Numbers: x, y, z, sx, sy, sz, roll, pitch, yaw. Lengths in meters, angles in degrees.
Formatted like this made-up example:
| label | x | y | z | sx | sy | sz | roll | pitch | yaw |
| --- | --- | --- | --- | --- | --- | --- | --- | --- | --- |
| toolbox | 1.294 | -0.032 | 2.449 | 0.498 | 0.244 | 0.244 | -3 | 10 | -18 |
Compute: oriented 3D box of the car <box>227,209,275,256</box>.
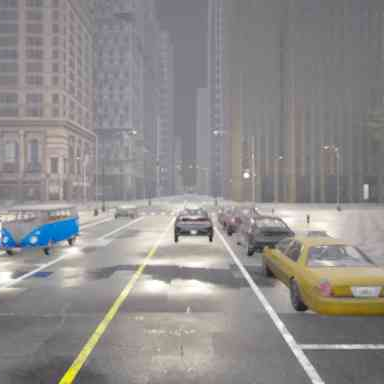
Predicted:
| label | x | y | z | sx | sy | sz | roll | pitch | yaw |
| --- | --- | --- | --- | --- | --- | --- | --- | --- | --- |
| car | 2.749 | 1.585 | 13.051 | 2.008 | 1.369 | 4.403 | 0 | 0 | 0 |

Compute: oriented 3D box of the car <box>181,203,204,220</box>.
| label | x | y | z | sx | sy | sz | roll | pitch | yaw |
| --- | --- | --- | --- | --- | --- | --- | --- | --- | --- |
| car | 0.070 | 1.676 | 29.917 | 1.895 | 1.301 | 4.718 | 0 | 0 | 1 |

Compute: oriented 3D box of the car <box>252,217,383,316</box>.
| label | x | y | z | sx | sy | sz | roll | pitch | yaw |
| --- | --- | --- | --- | --- | --- | --- | --- | --- | --- |
| car | 2.754 | 1.545 | 7.581 | 1.752 | 1.417 | 4.829 | 0 | 0 | 0 |

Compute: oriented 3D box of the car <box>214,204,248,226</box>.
| label | x | y | z | sx | sy | sz | roll | pitch | yaw |
| --- | --- | --- | --- | --- | --- | --- | --- | --- | --- |
| car | 2.737 | 1.611 | 24.333 | 2.008 | 1.369 | 4.403 | 0 | 0 | 0 |

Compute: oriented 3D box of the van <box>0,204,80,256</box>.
| label | x | y | z | sx | sy | sz | roll | pitch | yaw |
| --- | --- | --- | --- | --- | --- | --- | --- | --- | --- |
| van | -5.777 | 1.378 | 13.042 | 1.690 | 1.788 | 3.998 | 0 | 0 | 0 |

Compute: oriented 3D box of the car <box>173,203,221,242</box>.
| label | x | y | z | sx | sy | sz | roll | pitch | yaw |
| --- | --- | --- | --- | --- | --- | --- | --- | --- | --- |
| car | 0.077 | 1.534 | 16.706 | 2.128 | 1.511 | 4.902 | 0 | 0 | 0 |

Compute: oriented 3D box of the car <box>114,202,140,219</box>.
| label | x | y | z | sx | sy | sz | roll | pitch | yaw |
| --- | --- | --- | --- | --- | --- | --- | --- | --- | --- |
| car | -5.794 | 1.628 | 29.964 | 2.008 | 1.369 | 4.403 | 0 | 0 | 0 |

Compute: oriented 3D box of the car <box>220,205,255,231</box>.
| label | x | y | z | sx | sy | sz | roll | pitch | yaw |
| --- | --- | --- | --- | --- | --- | --- | --- | --- | --- |
| car | 2.743 | 1.488 | 18.693 | 1.967 | 1.590 | 4.097 | 0 | 0 | 0 |
